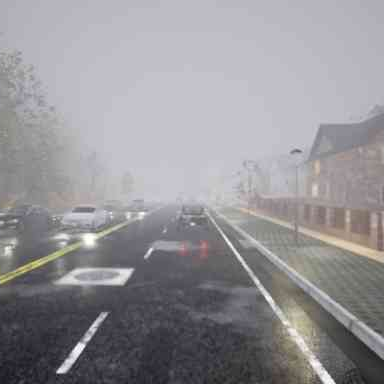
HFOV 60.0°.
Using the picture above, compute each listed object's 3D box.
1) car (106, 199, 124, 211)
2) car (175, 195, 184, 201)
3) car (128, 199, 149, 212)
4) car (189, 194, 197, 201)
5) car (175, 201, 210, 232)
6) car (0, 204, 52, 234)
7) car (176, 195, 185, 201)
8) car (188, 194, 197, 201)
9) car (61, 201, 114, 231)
[{"bbox_3d":[-9.645,1.566,40.419,2.033,1.411,5.357,0,0,0],"label":"car"},{"bbox_3d":[-3.039,1.617,78.635,1.837,1.490,4.892,0,0,0],"label":"car"},{"bbox_3d":[-6.399,1.561,40.053,1.812,1.442,4.674,0,0,0],"label":"car"},{"bbox_3d":[0.239,1.433,88.644,2.097,1.767,4.553,0,0,0],"label":"car"},{"bbox_3d":[0.051,1.523,20.426,2.128,1.511,4.902,0,0,0],"label":"car"},{"bbox_3d":[-9.773,1.475,19.146,2.128,1.511,4.902,0,0,0],"label":"car"},{"bbox_3d":[-3.011,1.602,88.682,2.033,1.411,5.357,0,0,0],"label":"car"},{"bbox_3d":[0.210,1.629,78.278,1.882,1.535,5.008,0,0,0],"label":"car"},{"bbox_3d":[-6.510,1.526,20.768,1.812,1.442,4.674,0,0,1],"label":"car"}]
